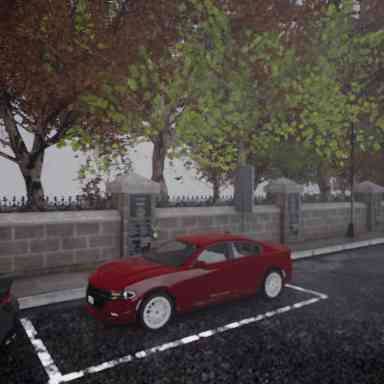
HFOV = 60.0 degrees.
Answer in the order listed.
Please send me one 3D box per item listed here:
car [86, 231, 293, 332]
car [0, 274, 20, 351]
[{"bbox_3d":[0.153,1.541,6.820,4.507,1.381,1.887,0,0,-35],"label":"car"},{"bbox_3d":[-4.331,1.552,3.567,4.403,1.369,2.008,0,0,-35],"label":"car"}]
